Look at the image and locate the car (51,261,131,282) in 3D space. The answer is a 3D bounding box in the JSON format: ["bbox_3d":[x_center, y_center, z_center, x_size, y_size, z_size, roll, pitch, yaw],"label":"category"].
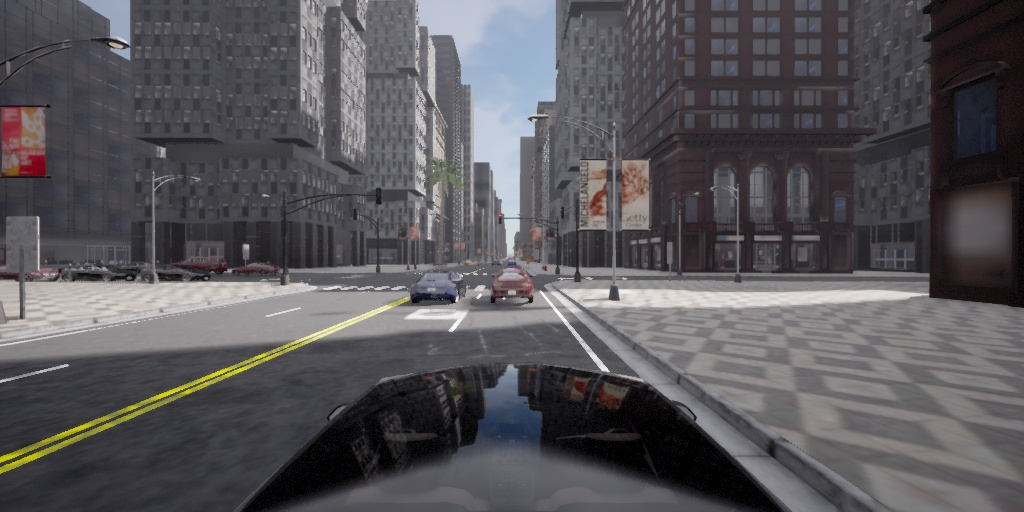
[{"bbox_3d":[-30.577,1.258,26.577,4.313,1.339,1.948,0,0,-1],"label":"car"}]

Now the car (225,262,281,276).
[{"bbox_3d":[-25.068,1.257,35.188,4.207,1.307,1.802,0,0,-1],"label":"car"}]

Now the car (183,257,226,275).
[{"bbox_3d":[-30.706,0.970,35.101,5.009,1.841,2.192,0,0,-1],"label":"car"}]

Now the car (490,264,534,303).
[{"bbox_3d":[0.000,1.290,16.502,1.812,1.442,4.674,0,0,0],"label":"car"}]

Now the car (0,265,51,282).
[{"bbox_3d":[-36.215,1.257,26.490,4.207,1.307,1.802,0,0,-1],"label":"car"}]

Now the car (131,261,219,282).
[{"bbox_3d":[-24.938,1.278,26.664,4.313,1.339,1.948,0,0,-1],"label":"car"}]

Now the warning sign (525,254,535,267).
[{"bbox_3d":[2.850,0.993,61.274,1.300,1.860,1.060,0,0,0],"label":"warning sign"}]

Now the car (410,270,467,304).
[{"bbox_3d":[-3.250,1.329,16.502,1.994,1.385,4.181,0,0,0],"label":"car"}]
